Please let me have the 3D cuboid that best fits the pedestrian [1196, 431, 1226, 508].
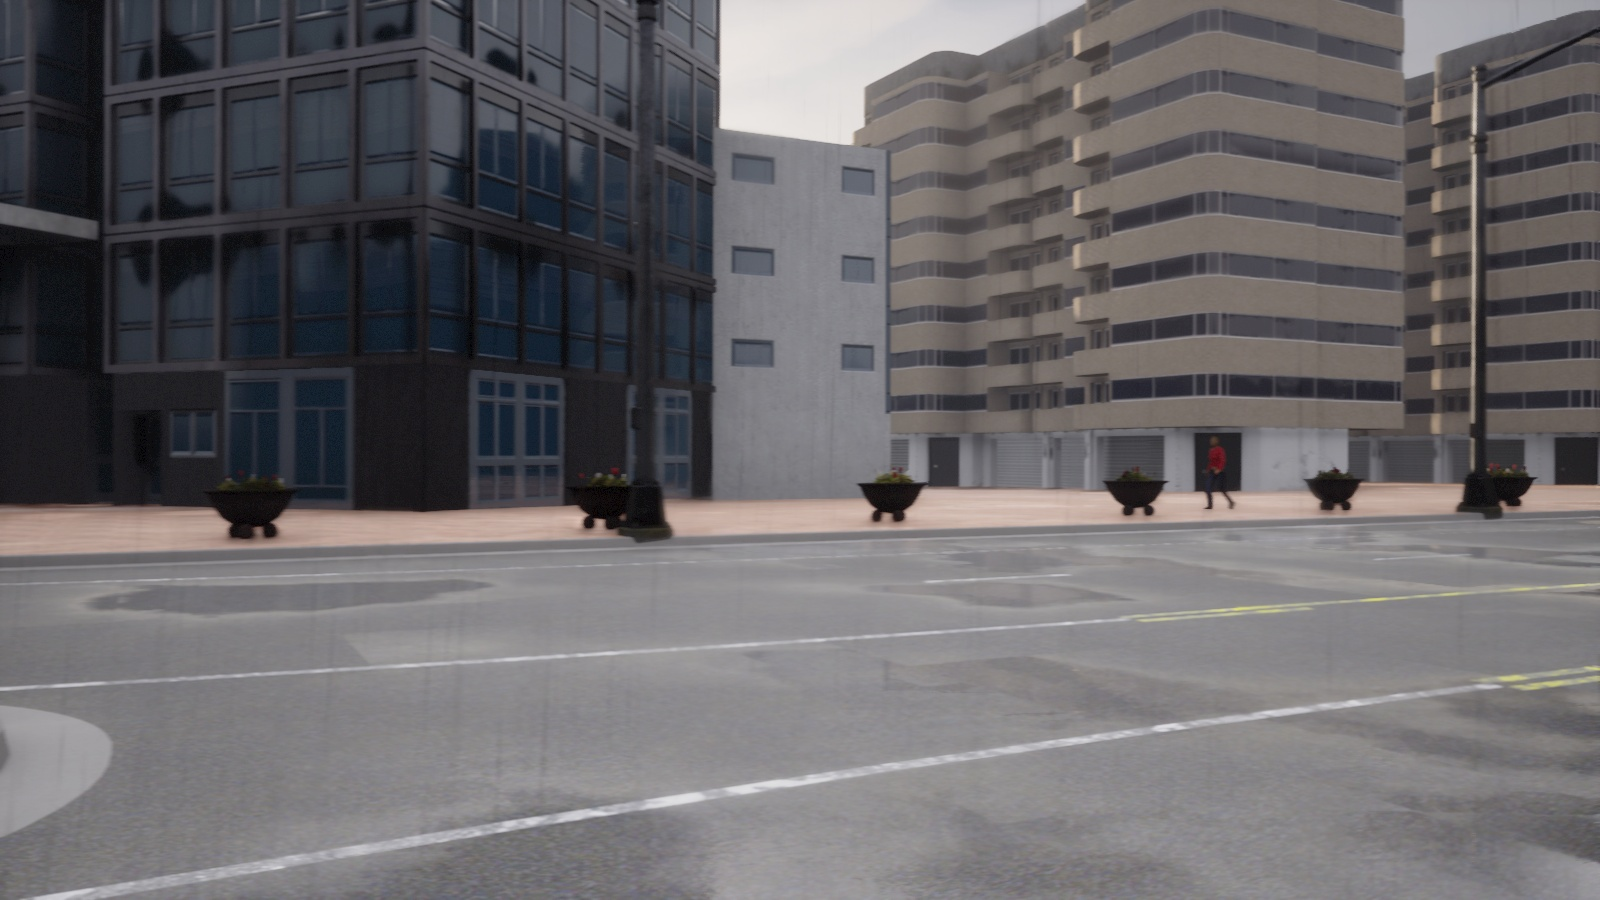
[{"bbox_3d":[9.844,0.462,30.071,0.636,1.846,0.331,0,0,-24],"label":"pedestrian"}]
